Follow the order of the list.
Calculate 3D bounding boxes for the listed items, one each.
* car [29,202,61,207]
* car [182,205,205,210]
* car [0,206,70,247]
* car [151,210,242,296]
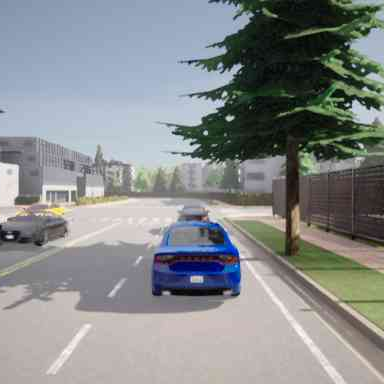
[{"bbox_3d":[-10.512,1.477,23.454,1.882,1.535,5.008,0,0,0],"label":"car"},{"bbox_3d":[0.086,1.516,19.744,1.812,1.442,4.674,0,0,0],"label":"car"},{"bbox_3d":[-7.079,1.557,14.931,1.994,1.385,4.181,0,0,0],"label":"car"},{"bbox_3d":[0.086,1.473,8.677,1.882,1.535,5.008,0,0,0],"label":"car"}]
